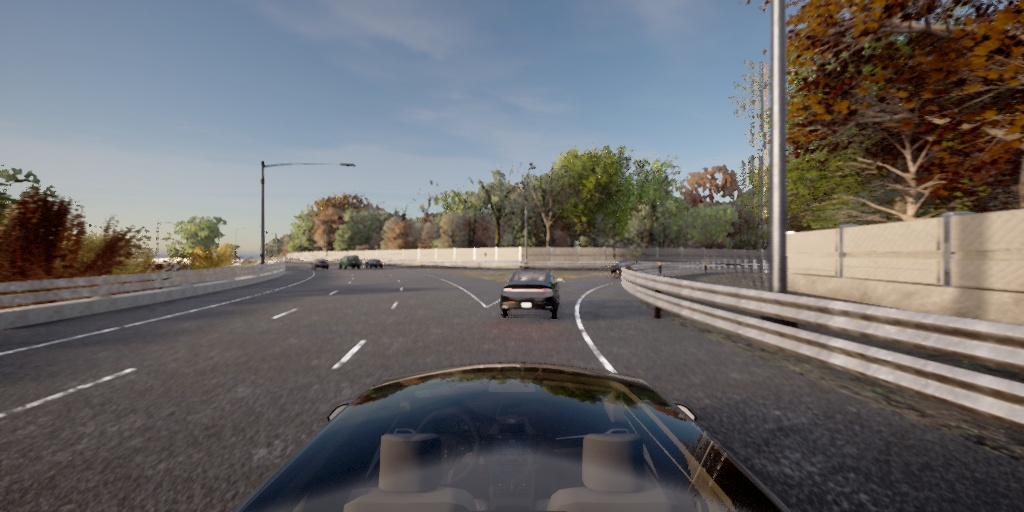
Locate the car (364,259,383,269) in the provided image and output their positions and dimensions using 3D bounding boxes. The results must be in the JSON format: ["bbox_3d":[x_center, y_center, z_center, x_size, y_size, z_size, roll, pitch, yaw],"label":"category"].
[{"bbox_3d":[-21.321,1.196,55.139,1.837,1.490,4.892,0,-2,-35],"label":"car"}]

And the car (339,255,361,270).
[{"bbox_3d":[-23.869,0.921,52.766,2.150,2.045,5.566,0,0,-35],"label":"car"}]

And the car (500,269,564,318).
[{"bbox_3d":[0.814,1.231,13.026,2.128,1.511,4.902,0,0,9],"label":"car"}]

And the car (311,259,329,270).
[{"bbox_3d":[-28.380,1.202,52.936,1.837,1.490,4.892,0,0,-37],"label":"car"}]

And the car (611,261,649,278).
[{"bbox_3d":[10.956,1.197,33.117,1.882,1.535,5.008,-1,0,42],"label":"car"}]
